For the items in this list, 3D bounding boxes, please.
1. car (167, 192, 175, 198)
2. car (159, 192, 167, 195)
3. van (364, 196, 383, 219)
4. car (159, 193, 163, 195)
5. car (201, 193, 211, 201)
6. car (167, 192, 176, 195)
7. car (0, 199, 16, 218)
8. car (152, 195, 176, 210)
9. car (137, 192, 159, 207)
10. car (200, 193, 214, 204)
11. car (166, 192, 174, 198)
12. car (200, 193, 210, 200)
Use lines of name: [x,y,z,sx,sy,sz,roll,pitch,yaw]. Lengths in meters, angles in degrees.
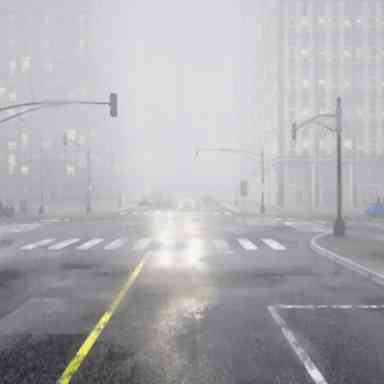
car: [-5.704,0.762,92.189,1.887,1.381,4.507,1,0,0]
car: [-5.688,0.862,53.162,2.192,1.841,5.009,1,0,0]
van: [15.975,1.228,26.529,3.998,1.788,1.690,0,-1,0]
car: [-5.692,1.176,47.590,1.802,1.307,4.206,1,0,0]
car: [2.685,0.977,64.554,1.752,1.417,4.829,1,0,0]
car: [-5.701,0.856,81.039,1.887,1.381,4.507,1,0,0]
car: [-16.500,1.270,26.591,4.097,1.590,1.967,0,-1,0]
car: [-3.013,1.289,37.391,1.895,1.301,4.718,0,1,0]
car: [-5.687,1.082,42.013,1.967,1.590,4.097,1,0,0]
car: [2.686,1.130,53.229,1.802,1.307,4.206,1,0,0]
car: [-5.703,0.815,86.614,2.008,1.369,4.403,1,0,0]
car: [2.682,0.972,69.961,1.947,1.339,4.313,1,0,0]
